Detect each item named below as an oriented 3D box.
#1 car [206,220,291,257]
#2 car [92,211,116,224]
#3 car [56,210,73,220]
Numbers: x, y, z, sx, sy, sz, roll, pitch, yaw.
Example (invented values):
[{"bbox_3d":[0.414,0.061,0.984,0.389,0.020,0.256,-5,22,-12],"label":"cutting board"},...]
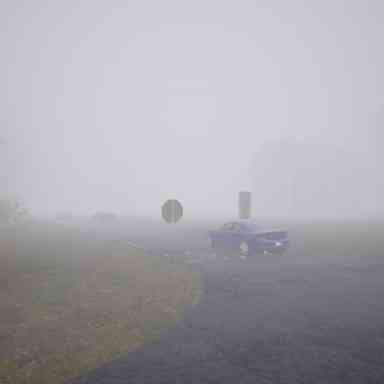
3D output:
[{"bbox_3d":[2.419,2.037,15.647,1.882,1.535,5.008,-1,-2,-26],"label":"car"},{"bbox_3d":[-10.508,2.954,39.641,1.882,1.535,5.008,2,-3,-29],"label":"car"},{"bbox_3d":[-18.599,3.364,48.470,1.994,1.385,4.181,2,-3,-29],"label":"car"}]
